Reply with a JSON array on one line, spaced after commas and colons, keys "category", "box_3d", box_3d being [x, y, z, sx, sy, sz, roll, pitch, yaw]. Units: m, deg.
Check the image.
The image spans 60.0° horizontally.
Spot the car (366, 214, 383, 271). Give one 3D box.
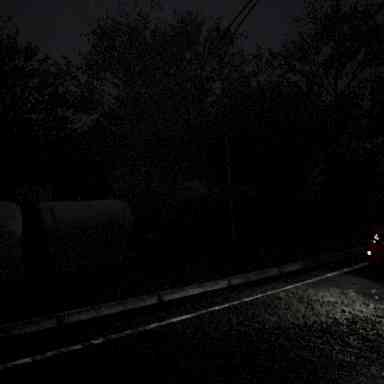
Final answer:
[{"category": "car", "box_3d": [7.358, 1.226, 10.032, 5.566, 2.045, 2.150, 0, 0, -41]}]
